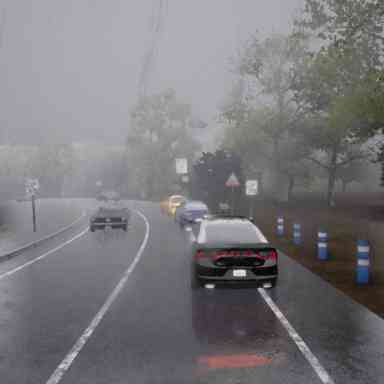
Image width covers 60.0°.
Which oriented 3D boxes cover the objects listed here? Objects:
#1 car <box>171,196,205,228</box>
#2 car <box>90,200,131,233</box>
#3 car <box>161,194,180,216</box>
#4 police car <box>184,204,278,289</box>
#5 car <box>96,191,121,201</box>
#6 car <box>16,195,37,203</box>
[{"bbox_3d":[0.038,1.201,19.362,1.812,1.442,4.674,-1,2,-8],"label":"car"},{"bbox_3d":[-4.355,1.360,18.243,1.895,1.301,4.718,-1,2,-8],"label":"car"},{"bbox_3d":[-1.216,0.937,25.693,1.801,1.575,5.366,-2,2,-14],"label":"car"},{"bbox_3d":[0.866,1.369,9.187,1.930,1.638,5.238,0,1,-2],"label":"police car"},{"bbox_3d":[-11.733,0.610,46.444,2.033,1.411,5.357,-5,3,-35],"label":"car"},{"bbox_3d":[-29.684,1.138,59.524,4.181,1.385,1.994,-2,4,36],"label":"car"}]
